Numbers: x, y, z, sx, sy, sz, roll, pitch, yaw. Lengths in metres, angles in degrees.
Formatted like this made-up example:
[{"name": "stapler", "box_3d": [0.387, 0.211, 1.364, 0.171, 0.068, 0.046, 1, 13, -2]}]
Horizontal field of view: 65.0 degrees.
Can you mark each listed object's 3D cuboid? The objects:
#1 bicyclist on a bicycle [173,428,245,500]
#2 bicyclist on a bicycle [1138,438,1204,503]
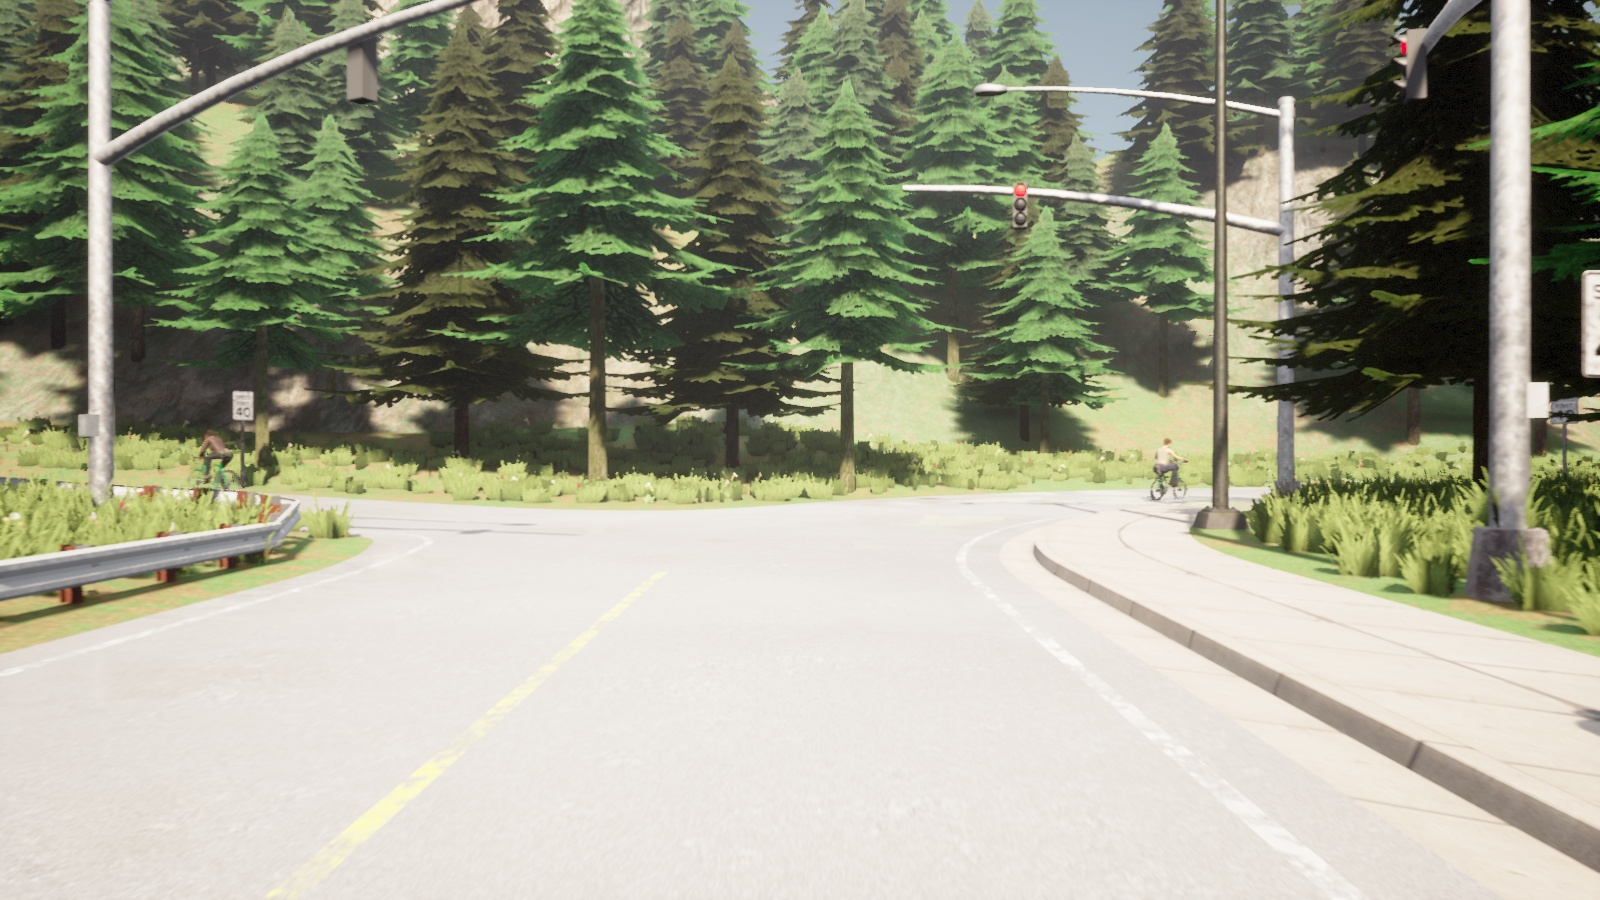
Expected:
[{"name": "bicyclist on a bicycle", "box_3d": [-13.953, 0.312, 29.640, 1.656, 1.620, 0.582, 2, 1, 23]}, {"name": "bicyclist on a bicycle", "box_3d": [9.494, 0.509, 32.128, 1.509, 1.612, 0.866, 0, 1, -38]}]
